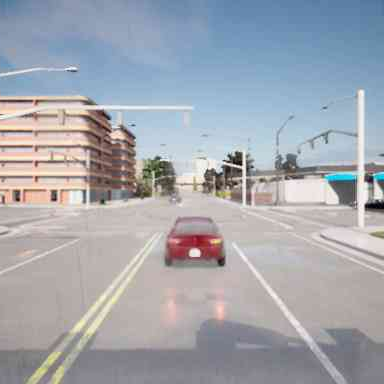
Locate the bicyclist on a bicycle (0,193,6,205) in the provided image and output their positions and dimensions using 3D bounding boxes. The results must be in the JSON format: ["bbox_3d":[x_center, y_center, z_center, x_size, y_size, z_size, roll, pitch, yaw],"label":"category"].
[{"bbox_3d":[-26.116,0.996,45.940,0.582,1.620,1.656,1,0,1],"label":"bicyclist on a bicycle"}]

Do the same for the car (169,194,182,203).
[{"bbox_3d":[-3.465,1.214,65.806,2.097,1.767,4.553,0,0,0],"label":"car"}]

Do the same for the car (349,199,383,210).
[{"bbox_3d":[20.842,1.520,38.592,4.718,1.301,1.895,0,0,0],"label":"car"}]

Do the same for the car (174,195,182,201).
[{"bbox_3d":[-3.442,1.424,81.403,1.895,1.301,4.718,0,0,0],"label":"car"}]

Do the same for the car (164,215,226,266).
[{"bbox_3d":[0.091,1.502,11.345,1.812,1.442,4.674,0,0,0],"label":"car"}]
